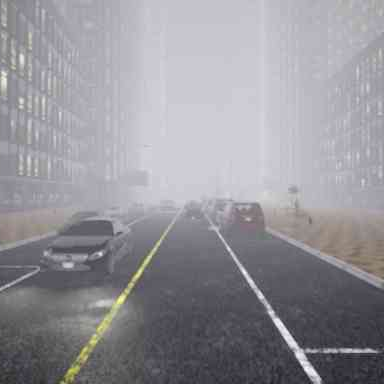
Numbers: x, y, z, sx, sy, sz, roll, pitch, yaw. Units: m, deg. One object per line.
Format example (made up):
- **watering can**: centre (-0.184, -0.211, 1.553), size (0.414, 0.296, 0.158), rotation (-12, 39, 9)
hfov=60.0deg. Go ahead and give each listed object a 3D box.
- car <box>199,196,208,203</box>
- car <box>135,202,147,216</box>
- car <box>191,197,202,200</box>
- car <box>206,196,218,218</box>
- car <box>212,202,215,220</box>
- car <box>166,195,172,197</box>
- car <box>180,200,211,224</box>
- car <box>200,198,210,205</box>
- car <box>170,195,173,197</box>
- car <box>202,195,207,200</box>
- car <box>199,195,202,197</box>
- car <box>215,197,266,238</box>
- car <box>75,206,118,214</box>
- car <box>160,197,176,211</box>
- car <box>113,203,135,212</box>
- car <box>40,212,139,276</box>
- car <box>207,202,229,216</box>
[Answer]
- **car**: centre (2.698, 1.822, 79.287), size (1.967, 1.590, 4.097), rotation (0, 0, 0)
- **car**: centre (-5.684, 1.754, 34.972), size (1.802, 1.307, 4.206), rotation (0, 0, 0)
- **car**: centre (0.096, 1.747, 45.460), size (1.812, 1.442, 4.674), rotation (0, 0, 0)
- **car**: centre (2.697, 1.460, 29.435), size (2.192, 1.841, 5.009), rotation (0, 0, 0)
- **car**: centre (2.696, 1.663, 23.893), size (1.887, 1.381, 4.507), rotation (0, 0, 0)
- **car**: centre (-5.683, 1.913, 68.208), size (1.802, 1.307, 4.206), rotation (0, 0, 0)
- **car**: centre (0.089, 1.621, 25.920), size (2.128, 1.511, 4.902), rotation (0, 0, 0)
- **car**: centre (2.698, 1.896, 68.208), size (1.947, 1.339, 4.313), rotation (0, 0, 0)
- **car**: centre (-5.681, 1.724, 84.826), size (2.192, 1.841, 5.009), rotation (0, 0, 0)
- **car**: centre (2.698, 1.513, 40.513), size (2.192, 1.841, 5.009), rotation (0, 0, 0)
- **car**: centre (2.364, 1.738, 53.533), size (1.882, 1.535, 5.008), rotation (0, 0, 0)
- **car**: centre (2.696, 1.406, 18.355), size (2.192, 1.841, 5.009), rotation (0, 0, 0)
- **car**: centre (-5.685, 1.658, 18.354), size (1.947, 1.339, 4.313), rotation (0, 0, 0)
- **car**: centre (-3.086, 1.764, 44.292), size (2.033, 1.411, 5.357), rotation (0, 0, 0)
- **car**: centre (-5.685, 1.669, 23.893), size (2.008, 1.369, 4.403), rotation (0, 0, 0)
- **car**: centre (-3.082, 1.580, 10.640), size (1.812, 1.442, 4.674), rotation (0, 0, 0)
- **car**: centre (2.696, 1.737, 34.973), size (1.947, 1.339, 4.313), rotation (0, 0, 0)
